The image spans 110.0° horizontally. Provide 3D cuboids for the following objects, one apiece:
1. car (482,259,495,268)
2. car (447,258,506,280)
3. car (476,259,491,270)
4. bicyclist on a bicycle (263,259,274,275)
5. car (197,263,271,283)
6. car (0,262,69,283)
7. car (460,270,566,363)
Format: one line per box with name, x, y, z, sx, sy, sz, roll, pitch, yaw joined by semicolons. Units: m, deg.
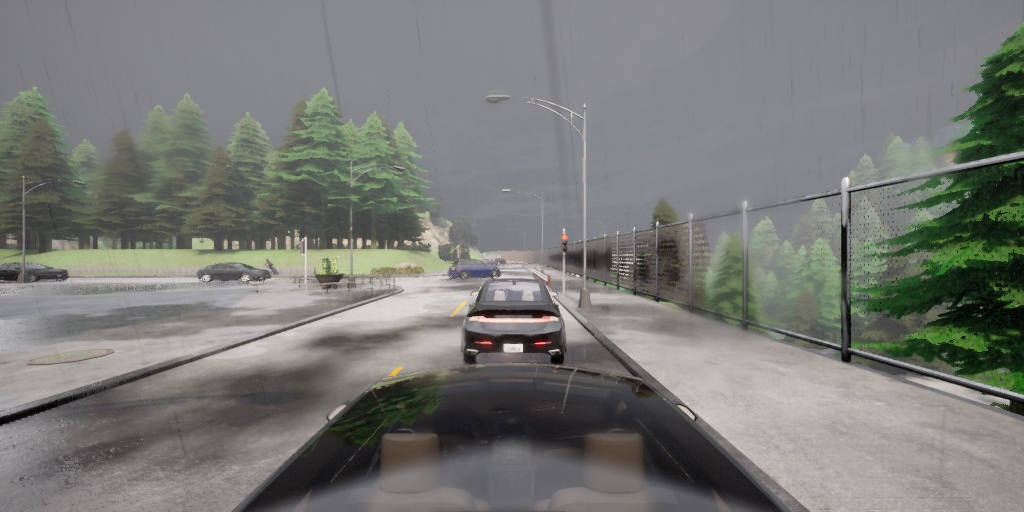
car;-4.056;1.228;62.024;1.882;1.535;5.008;0;0;0
car;-3.190;1.102;30.626;4.553;1.767;2.097;0;0;-39
car;-4.084;1.255;52.501;1.837;1.490;4.892;0;0;0
bicyclist on a bicycle;-24.148;1.099;35.566;0.582;1.620;1.656;0;0;0
car;-20.980;1.255;27.166;4.892;1.490;1.837;0;0;0
car;-36.808;1.227;27.187;5.008;1.535;1.882;0;0;0
car;0.048;1.241;8.081;2.128;1.511;4.902;0;0;1
